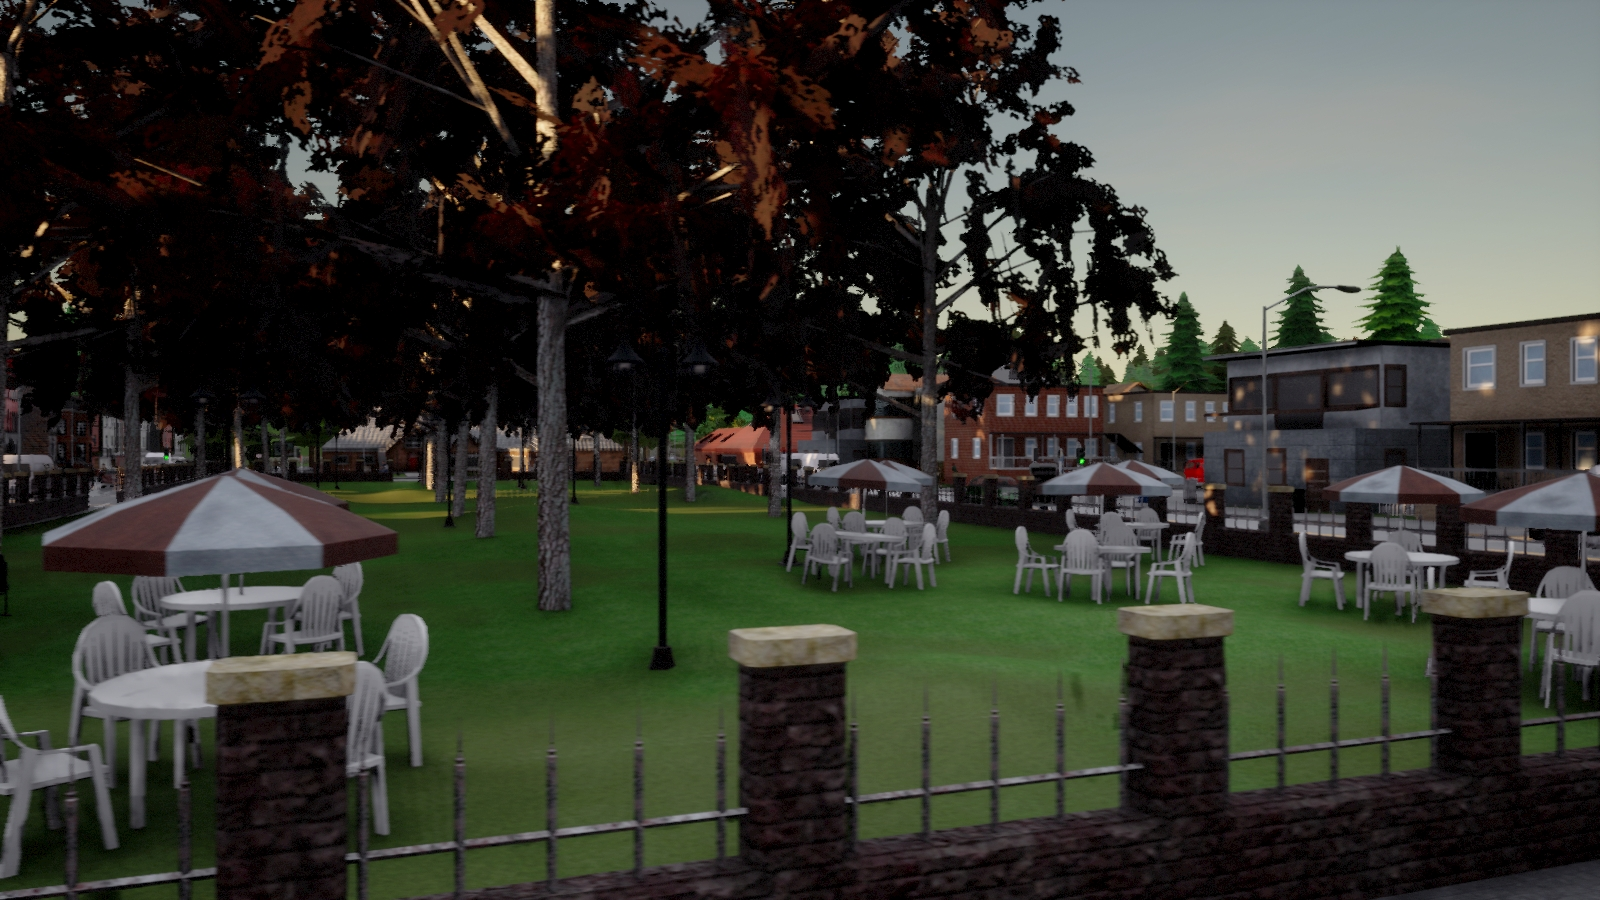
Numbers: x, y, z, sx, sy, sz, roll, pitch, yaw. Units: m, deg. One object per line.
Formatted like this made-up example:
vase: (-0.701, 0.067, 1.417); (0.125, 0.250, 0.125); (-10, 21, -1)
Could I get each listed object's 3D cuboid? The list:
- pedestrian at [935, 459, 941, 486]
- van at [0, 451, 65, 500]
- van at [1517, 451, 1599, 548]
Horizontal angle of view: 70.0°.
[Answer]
pedestrian: (9.382, 1.517, 77.633); (0.375, 1.860, 0.375); (0, 0, -8)
van: (-42.050, 1.315, 62.328); (1.988, 2.561, 5.915); (0, 0, -20)
van: (22.226, 1.314, 29.873); (1.988, 2.561, 5.915); (0, 0, -20)
